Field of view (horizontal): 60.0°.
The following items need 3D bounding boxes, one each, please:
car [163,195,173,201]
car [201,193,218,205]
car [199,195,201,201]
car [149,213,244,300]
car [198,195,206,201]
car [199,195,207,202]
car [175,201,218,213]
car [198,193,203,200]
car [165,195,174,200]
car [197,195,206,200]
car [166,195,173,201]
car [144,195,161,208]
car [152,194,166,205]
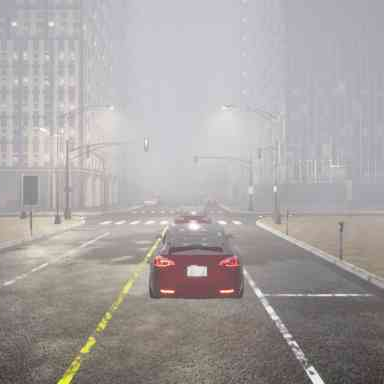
[{"bbox_3d":[-5.881,1.425,82.252,2.008,1.369,4.403,0,0,0],"label":"car"},{"bbox_3d":[2.710,1.398,48.216,1.967,1.590,4.097,0,0,0],"label":"car"},{"bbox_3d":[2.665,1.497,53.895,2.008,1.369,4.403,0,0,0],"label":"car"},{"bbox_3d":[0.079,1.502,8.457,2.163,1.488,4.792,0,0,0],"label":"car"},{"bbox_3d":[2.500,1.419,82.266,1.887,1.381,4.507,0,0,0],"label":"car"},{"bbox_3d":[2.513,1.415,76.762,1.752,1.417,4.829,0,0,0],"label":"car"},{"bbox_3d":[0.048,1.496,18.452,2.163,1.488,4.792,0,0,0],"label":"car"},{"bbox_3d":[2.528,1.220,70.917,2.192,1.841,5.009,0,0,0],"label":"car"},{"bbox_3d":[-5.894,1.407,87.928,2.008,1.369,4.403,0,0,0],"label":"car"},{"bbox_3d":[2.486,1.407,87.940,2.008,1.369,4.403,0,0,0],"label":"car"},{"bbox_3d":[-5.868,1.435,76.577,1.887,1.381,4.507,0,0,0],"label":"car"},{"bbox_3d":[-5.930,1.483,48.027,1.752,1.417,4.829,0,0,0],"label":"car"},{"bbox_3d":[-5.913,1.261,53.875,2.192,1.841,5.009,0,0,0],"label":"car"}]
